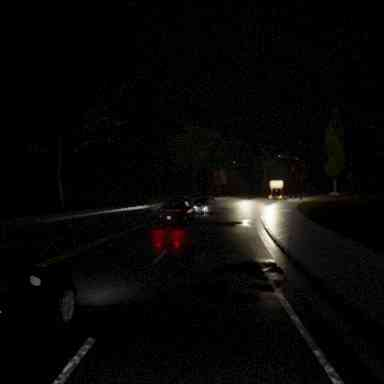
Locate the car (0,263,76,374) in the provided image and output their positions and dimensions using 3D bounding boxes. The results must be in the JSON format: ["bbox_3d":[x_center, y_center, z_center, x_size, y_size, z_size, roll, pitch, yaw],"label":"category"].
[{"bbox_3d":[-2.961,1.494,3.866,1.812,1.442,4.674,0,0,2],"label":"car"}]

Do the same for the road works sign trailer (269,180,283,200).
[{"bbox_3d":[15.619,-0.329,61.188,2.380,3.560,2.880,0,1,31],"label":"road works sign trailer"}]

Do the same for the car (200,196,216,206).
[{"bbox_3d":[1.760,1.176,46.101,1.895,1.301,4.718,0,1,20],"label":"car"}]

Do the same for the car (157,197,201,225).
[{"bbox_3d":[-0.986,1.321,22.507,2.128,1.511,4.902,0,0,10],"label":"car"}]
